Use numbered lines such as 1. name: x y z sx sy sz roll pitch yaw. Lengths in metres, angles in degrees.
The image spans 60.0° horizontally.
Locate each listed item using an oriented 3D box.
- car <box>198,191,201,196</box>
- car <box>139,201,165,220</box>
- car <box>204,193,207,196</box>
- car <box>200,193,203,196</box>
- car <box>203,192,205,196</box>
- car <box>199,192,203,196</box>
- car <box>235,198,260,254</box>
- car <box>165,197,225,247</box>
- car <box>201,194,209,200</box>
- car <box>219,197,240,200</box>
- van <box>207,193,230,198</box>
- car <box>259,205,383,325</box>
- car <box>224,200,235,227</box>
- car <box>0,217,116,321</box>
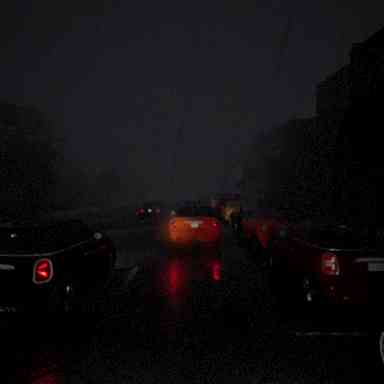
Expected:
1. car: 3.265 1.107 79.647 2.185 1.767 4.553 0 0 0
2. car: -3.141 1.462 27.422 2.033 1.411 5.357 0 0 0
3. car: 3.248 1.209 46.621 2.185 1.767 4.553 0 0 0
4. car: 3.255 1.285 63.096 2.231 1.521 4.892 0 0 0
5. car: 3.250 1.192 52.145 2.185 1.767 4.553 0 0 0
6. car: 3.259 1.246 74.337 1.946 1.575 5.366 0 0 0
7. car: 3.231 1.312 13.470 2.185 1.767 4.553 0 0 0
8. car: 0.102 1.305 14.979 2.097 1.767 4.553 0 0 0
9. car: 3.265 1.212 85.390 1.946 1.575 5.366 0 0 0
10. car: 3.237 1.403 24.547 2.097 1.535 5.008 0 0 0
11. van: 3.245 1.126 41.243 1.878 1.987 4.442 0 0 0
12. car: 3.228 1.329 7.944 2.185 1.767 4.553 0 0 0
13. car: 3.235 1.422 19.021 2.231 1.521 4.892 0 0 0
14. car: -3.165 1.328 7.393 2.097 1.767 4.553 0 0 0
